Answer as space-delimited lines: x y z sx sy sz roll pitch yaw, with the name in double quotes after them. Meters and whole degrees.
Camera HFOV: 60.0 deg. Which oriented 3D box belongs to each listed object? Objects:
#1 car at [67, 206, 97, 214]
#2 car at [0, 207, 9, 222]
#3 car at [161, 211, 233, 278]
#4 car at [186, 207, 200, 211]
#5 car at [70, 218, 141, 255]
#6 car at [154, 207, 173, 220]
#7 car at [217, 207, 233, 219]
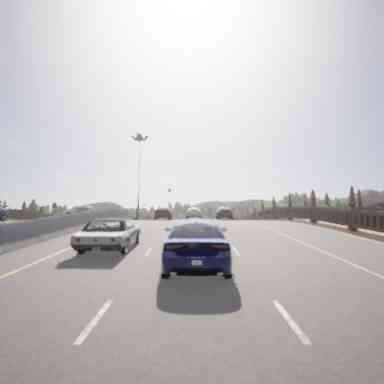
-10.405 2.058 31.992 1.882 1.535 5.008 0 -3 0 "car"
-17.457 1.824 27.954 1.882 1.535 5.008 0 -2 1 "car"
0.128 1.591 10.550 1.882 1.535 5.008 0 -1 0 "car"
0.218 2.563 39.161 1.812 1.442 4.674 0 -5 0 "car"
-3.362 1.744 13.944 1.895 1.301 4.718 0 -1 0 "car"
-3.283 2.506 39.137 1.882 1.535 5.008 0 -5 0 "car"
3.718 2.549 39.175 1.837 1.490 4.892 0 -4 0 "car"
